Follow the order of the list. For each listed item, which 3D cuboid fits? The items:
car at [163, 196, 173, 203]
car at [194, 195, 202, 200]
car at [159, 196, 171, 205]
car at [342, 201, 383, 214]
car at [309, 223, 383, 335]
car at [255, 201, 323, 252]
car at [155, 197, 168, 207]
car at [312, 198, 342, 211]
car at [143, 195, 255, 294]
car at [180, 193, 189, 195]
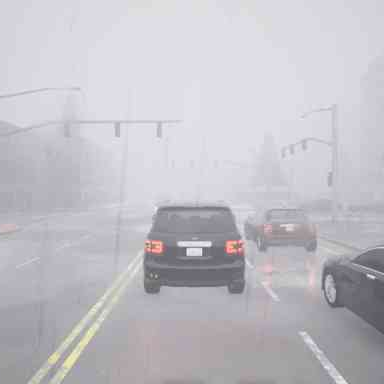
[{"bbox_3d":[-5.068,1.552,71.174,1.994,1.385,4.181,0,0,-1],"label":"car"},{"bbox_3d":[1.475,1.552,90.326,1.994,1.385,4.181,0,0,-1],"label":"car"},{"bbox_3d":[-4.895,1.477,61.293,1.882,1.535,5.008,0,0,-1],"label":"car"},{"bbox_3d":[18.490,1.601,34.129,4.718,1.301,1.895,0,0,-2],"label":"car"},{"bbox_3d":[3.607,1.505,5.042,1.837,1.490,4.892,0,0,0],"label":"car"},{"bbox_3d":[3.537,1.352,14.123,2.097,1.767,4.553,0,0,0],"label":"car"},{"bbox_3d":[-4.696,1.526,51.903,1.812,1.442,4.674,0,0,-1],"label":"car"},{"bbox_3d":[14.441,1.505,37.522,4.892,1.490,1.837,0,0,-2],"label":"car"},{"bbox_3d":[0.055,1.221,8.945,2.150,2.045,5.566,0,0,0],"label":"car"},{"bbox_3d":[-1.783,1.496,80.180,1.837,1.490,4.892,0,0,-1],"label":"car"}]
